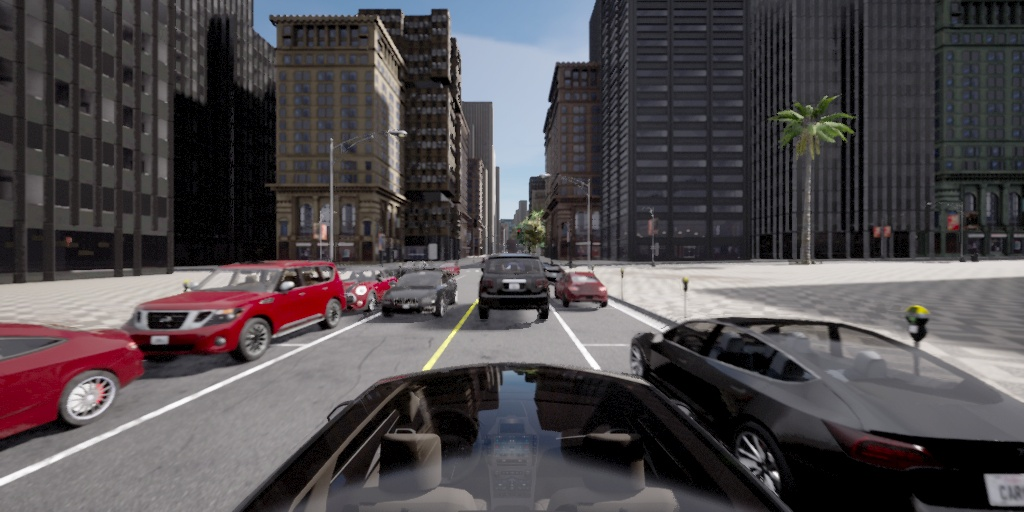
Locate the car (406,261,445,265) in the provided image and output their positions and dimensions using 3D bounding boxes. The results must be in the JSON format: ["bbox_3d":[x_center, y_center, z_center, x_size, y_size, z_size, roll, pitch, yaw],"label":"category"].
[{"bbox_3d":[-7.497,1.052,27.094,4.403,1.370,2.007,0,0,-9],"label":"car"}]

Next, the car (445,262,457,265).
[{"bbox_3d":[-5.770,1.217,33.014,1.802,1.307,4.207,0,0,0],"label":"car"}]

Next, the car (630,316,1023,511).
[{"bbox_3d":[2.762,1.310,4.042,1.948,1.339,4.313,0,0,0],"label":"car"}]

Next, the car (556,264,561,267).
[{"bbox_3d":[2.757,1.237,25.645,1.948,1.339,4.313,0,0,0],"label":"car"}]

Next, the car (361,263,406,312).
[{"bbox_3d":[-5.765,1.158,13.684,1.967,1.591,4.097,0,0,0],"label":"car"}]

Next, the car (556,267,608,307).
[{"bbox_3d":[2.759,1.296,14.843,1.802,1.307,4.207,0,0,0],"label":"car"}]

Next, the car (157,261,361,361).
[{"bbox_3d":[-5.764,1.049,8.382,2.192,1.841,5.009,0,0,0],"label":"car"}]

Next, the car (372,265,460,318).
[{"bbox_3d":[-3.103,1.225,12.901,1.837,1.490,4.892,0,0,0],"label":"car"}]

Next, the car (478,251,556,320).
[{"bbox_3d":[0.043,0.942,12.633,2.150,2.045,5.566,0,0,0],"label":"car"}]

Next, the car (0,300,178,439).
[{"bbox_3d":[-5.763,1.329,3.081,1.802,1.307,4.207,0,0,0],"label":"car"}]
